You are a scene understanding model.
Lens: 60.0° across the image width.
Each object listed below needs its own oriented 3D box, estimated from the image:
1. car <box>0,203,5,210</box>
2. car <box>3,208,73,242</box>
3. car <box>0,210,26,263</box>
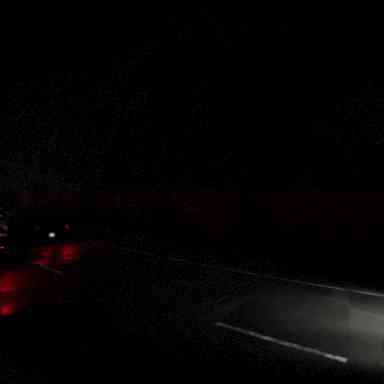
[{"bbox_3d":[-17.198,1.478,28.261,1.882,1.535,5.008,0,0,-39],"label":"car"},{"bbox_3d":[-7.660,1.607,16.467,1.895,1.301,4.718,0,0,-40],"label":"car"},{"bbox_3d":[-7.554,1.490,11.104,2.128,1.511,4.902,0,0,-43],"label":"car"}]
